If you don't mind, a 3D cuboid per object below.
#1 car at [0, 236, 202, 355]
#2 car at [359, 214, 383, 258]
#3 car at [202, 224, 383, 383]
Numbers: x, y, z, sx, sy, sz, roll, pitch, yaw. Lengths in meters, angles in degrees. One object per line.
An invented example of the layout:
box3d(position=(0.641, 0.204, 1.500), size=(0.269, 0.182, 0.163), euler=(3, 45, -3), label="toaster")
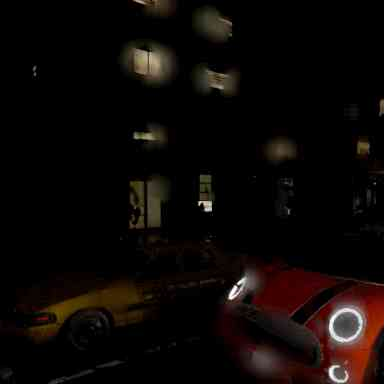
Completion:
box3d(position=(-0.716, 1.528, 6.047), size=(4.829, 1.417, 1.752), euler=(0, 0, -35), label="car")
box3d(position=(8.432, 1.566, 12.543), size=(4.403, 1.369, 2.008), euler=(0, 0, -35), label="car")
box3d(position=(2.643, 1.357, 5.129), size=(4.553, 1.767, 2.097), euler=(0, 0, -35), label="car")
